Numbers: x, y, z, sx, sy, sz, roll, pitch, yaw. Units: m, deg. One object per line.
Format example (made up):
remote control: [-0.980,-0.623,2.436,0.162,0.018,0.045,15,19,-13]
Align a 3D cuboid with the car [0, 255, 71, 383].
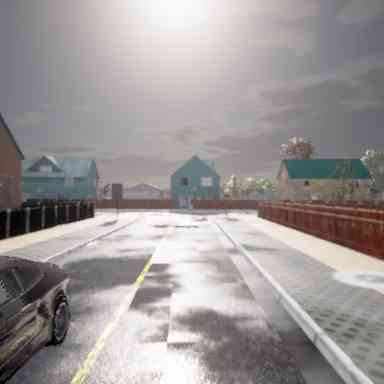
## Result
car: [-2.849,1.549,3.703,1.812,1.442,4.674,0,0,0]

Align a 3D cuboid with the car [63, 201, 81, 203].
car: [-14.251,1.748,39.247,5.357,1.411,2.033,0,0,-1]
